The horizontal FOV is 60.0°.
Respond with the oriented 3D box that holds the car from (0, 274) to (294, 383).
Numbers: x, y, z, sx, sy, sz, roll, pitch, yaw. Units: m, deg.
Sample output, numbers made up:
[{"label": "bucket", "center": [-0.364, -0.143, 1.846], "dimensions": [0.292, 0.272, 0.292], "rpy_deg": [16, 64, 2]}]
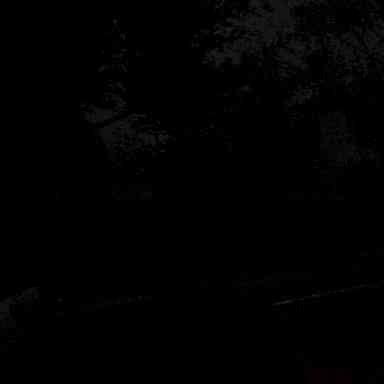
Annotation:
[{"label": "car", "center": [-1.136, 1.542, 2.756], "dimensions": [4.674, 1.442, 1.812], "rpy_deg": [0, -1, -33]}]
